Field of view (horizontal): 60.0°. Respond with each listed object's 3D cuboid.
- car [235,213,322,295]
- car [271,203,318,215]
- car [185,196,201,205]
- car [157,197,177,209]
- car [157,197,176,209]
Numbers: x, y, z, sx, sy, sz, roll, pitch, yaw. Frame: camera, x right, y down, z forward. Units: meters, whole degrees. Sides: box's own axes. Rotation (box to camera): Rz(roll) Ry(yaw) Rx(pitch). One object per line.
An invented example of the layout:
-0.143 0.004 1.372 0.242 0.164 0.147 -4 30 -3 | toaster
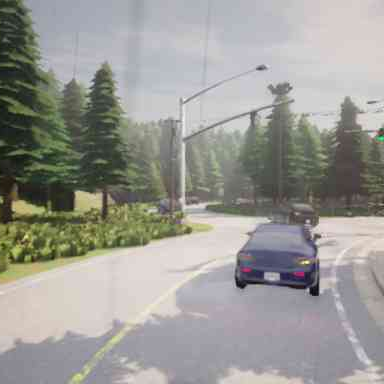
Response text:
2.351 1.519 8.750 1.812 1.442 4.674 0 0 20 | car
6.866 1.507 22.716 1.837 1.490 4.892 3 0 -5 | car
-0.322 1.420 54.280 2.128 1.511 4.902 0 0 28 | car
-3.287 1.461 44.370 1.812 1.442 4.674 0 0 7 | car
-2.433 1.461 34.496 1.837 1.490 4.892 0 0 -14 | car
